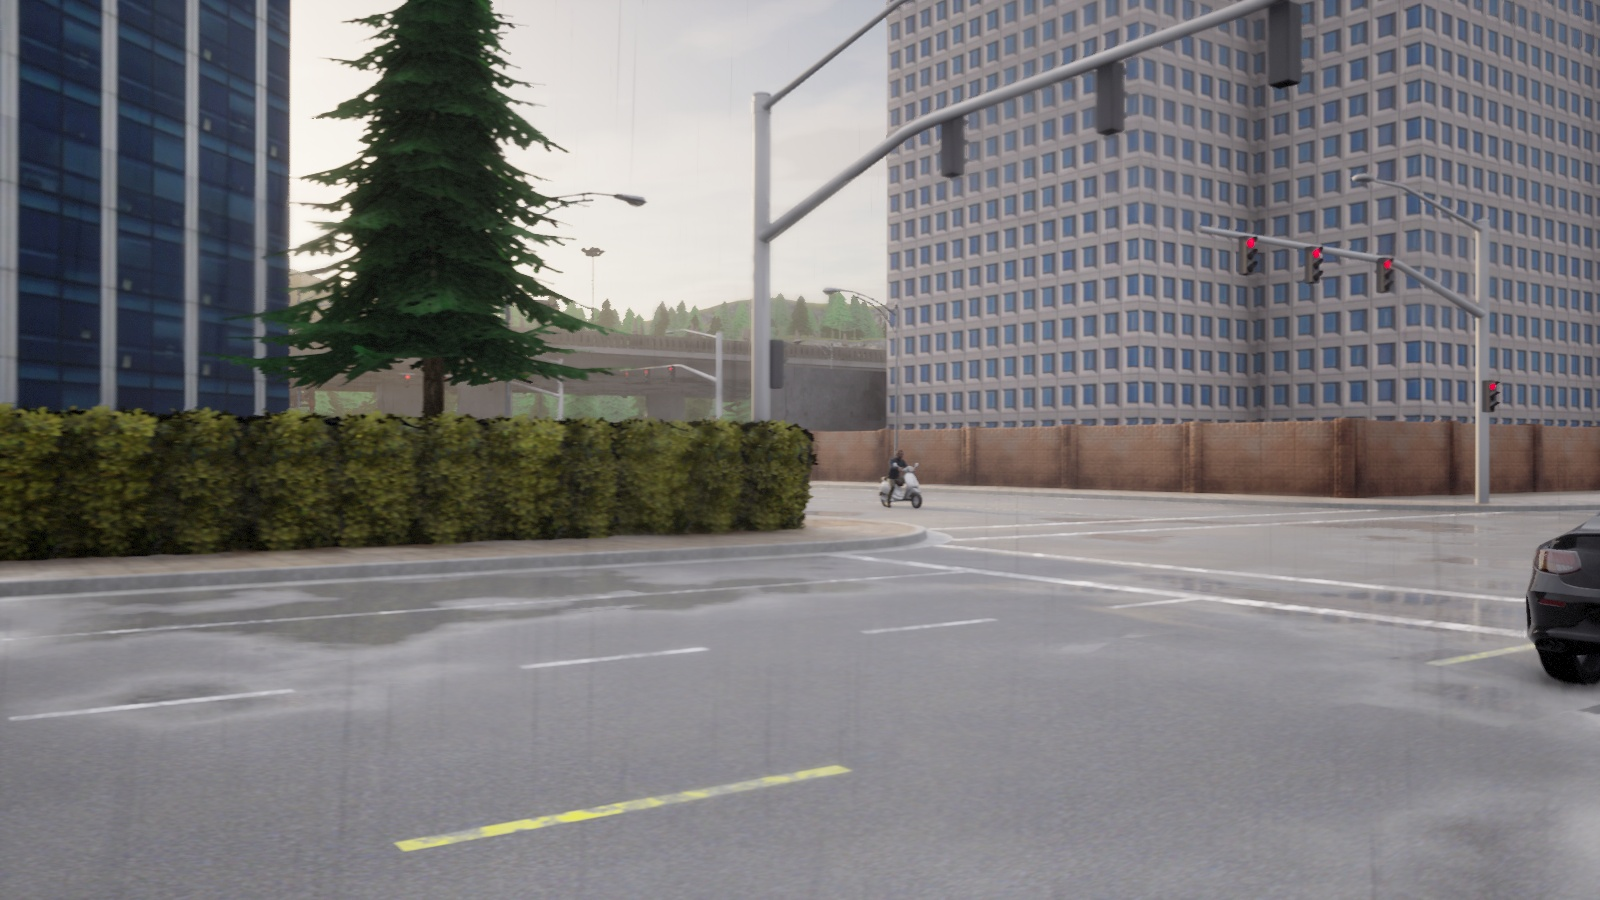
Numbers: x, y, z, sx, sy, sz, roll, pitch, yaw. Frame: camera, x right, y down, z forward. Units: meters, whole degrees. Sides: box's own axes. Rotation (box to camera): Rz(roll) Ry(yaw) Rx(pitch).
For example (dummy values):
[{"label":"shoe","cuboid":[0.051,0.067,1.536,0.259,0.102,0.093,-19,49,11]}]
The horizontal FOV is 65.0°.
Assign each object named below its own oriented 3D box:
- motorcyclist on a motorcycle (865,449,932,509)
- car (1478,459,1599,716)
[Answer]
[{"label":"motorcyclist on a motorcycle","cuboid":[2.674,0.777,34.261,0.866,1.590,1.817,0,0,-34]},{"label":"car","cuboid":[6.555,0.777,8.232,4.674,1.442,1.812,0,0,-35]}]
